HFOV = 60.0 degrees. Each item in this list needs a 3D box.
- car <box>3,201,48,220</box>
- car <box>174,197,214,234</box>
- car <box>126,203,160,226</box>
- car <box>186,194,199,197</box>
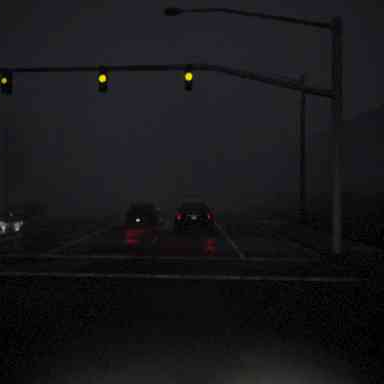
[{"bbox_3d":[-14.017,1.506,28.285,2.128,1.511,4.902,0,0,1],"label":"car"},{"bbox_3d":[0.105,1.359,19.416,2.097,1.767,4.553,0,0,0],"label":"car"},{"bbox_3d":[-3.394,1.514,23.336,1.837,1.490,4.892,0,0,0],"label":"car"},{"bbox_3d":[0.019,1.239,45.718,2.150,2.045,5.566,0,0,0],"label":"car"}]
